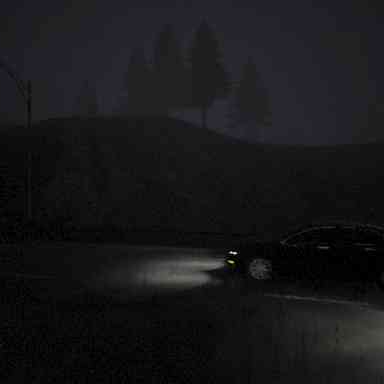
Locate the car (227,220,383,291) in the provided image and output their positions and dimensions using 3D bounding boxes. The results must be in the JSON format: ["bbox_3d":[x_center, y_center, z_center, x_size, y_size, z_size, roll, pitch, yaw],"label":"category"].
[{"bbox_3d":[3.342,1.498,8.508,4.892,1.490,1.837,0,0,17],"label":"car"}]
